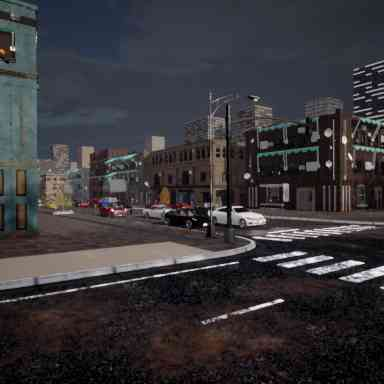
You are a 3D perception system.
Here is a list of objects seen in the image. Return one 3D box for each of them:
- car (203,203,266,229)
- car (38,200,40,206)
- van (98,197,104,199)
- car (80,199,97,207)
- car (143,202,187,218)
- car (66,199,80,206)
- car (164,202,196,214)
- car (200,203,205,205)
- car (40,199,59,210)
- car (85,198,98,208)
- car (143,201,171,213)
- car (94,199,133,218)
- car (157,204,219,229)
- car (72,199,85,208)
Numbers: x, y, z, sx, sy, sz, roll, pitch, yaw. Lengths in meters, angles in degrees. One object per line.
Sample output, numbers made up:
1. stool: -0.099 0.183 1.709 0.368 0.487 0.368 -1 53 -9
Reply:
1. car: 3.099 1.722 23.686 1.812 1.442 4.674 -1 0 -37
2. car: -30.899 2.376 66.719 2.008 1.369 4.403 -1 0 -36
3. van: -14.430 1.907 58.085 1.690 1.788 3.998 -1 0 -36
4. car: -20.864 2.227 67.091 1.887 1.381 4.507 -1 0 -36
5. car: -2.861 1.914 31.972 1.895 1.301 4.718 -1 0 -36
6. car: -27.302 2.364 76.096 1.947 1.339 4.313 -1 0 -36
7. car: -1.548 1.904 40.075 1.802 1.307 4.206 -2 0 -36
8. car: 1.671 1.809 35.572 2.008 1.369 4.403 -2 0 -36
9. car: -24.362 2.232 57.574 1.752 1.417 4.829 -1 0 -36
10. car: -17.650 1.940 62.588 2.192 1.841 5.009 -1 0 -36
11. car: -4.766 1.966 44.577 1.802 1.307 4.206 -2 0 -36
12. car: -8.367 1.846 35.199 1.967 1.590 4.097 -1 0 -36
13. car: -0.392 1.814 23.840 1.947 1.339 4.313 -2 0 -36
14. car: -20.586 2.230 62.263 1.994 1.385 4.181 -1 0 -36
